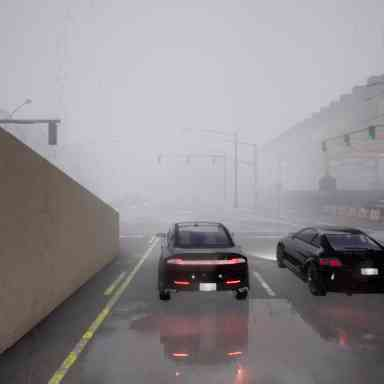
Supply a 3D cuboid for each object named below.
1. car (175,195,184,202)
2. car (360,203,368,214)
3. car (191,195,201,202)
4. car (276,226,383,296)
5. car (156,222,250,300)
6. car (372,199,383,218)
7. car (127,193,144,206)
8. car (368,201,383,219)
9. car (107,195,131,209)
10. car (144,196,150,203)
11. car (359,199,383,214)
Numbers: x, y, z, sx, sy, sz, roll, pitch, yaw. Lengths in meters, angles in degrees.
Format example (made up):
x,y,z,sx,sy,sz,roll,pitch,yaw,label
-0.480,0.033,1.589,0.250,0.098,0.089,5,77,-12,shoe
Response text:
x,y,z,sx,sy,sz,roll,pitch,yaw,label
-2.635,1.355,70.063,2.033,1.411,5.357,0,0,1,car
17.553,1.453,31.427,4.974,1.542,2.038,0,0,-45,car
0.864,1.355,69.974,2.033,1.411,5.357,0,0,1,car
3.575,1.564,8.676,1.994,1.385,4.181,0,0,0,car
0.137,1.492,8.393,2.128,1.511,4.902,0,0,-4,car
17.476,1.295,26.778,1.853,1.218,4.536,0,0,-35,car
-10.083,1.221,55.953,2.150,2.045,5.566,0,0,2,car
17.446,1.453,26.820,2.038,1.542,4.974,0,0,-35,car
-10.344,1.547,46.022,2.033,1.411,5.357,0,0,2,car
-9.707,1.564,67.724,1.994,1.385,4.181,0,0,2,car
17.590,1.295,31.464,4.536,1.218,1.853,0,0,-45,car
